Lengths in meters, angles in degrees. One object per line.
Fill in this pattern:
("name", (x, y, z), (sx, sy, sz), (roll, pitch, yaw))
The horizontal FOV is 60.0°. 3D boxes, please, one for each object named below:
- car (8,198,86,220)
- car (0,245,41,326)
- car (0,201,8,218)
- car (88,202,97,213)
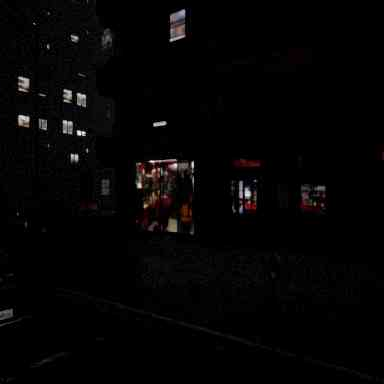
("car", (-11.109, 1.283, 25.834), (1.837, 1.490, 4.892), (0, 1, 35))
("car", (-4.505, 1.551, 6.083), (4.403, 1.369, 2.008), (0, 0, 35))
("car", (-14.075, 1.350, 26.090), (2.008, 1.369, 4.403), (1, 1, 35))
("car", (-10.987, 1.250, 30.516), (1.752, 1.417, 4.829), (1, 1, 35))
